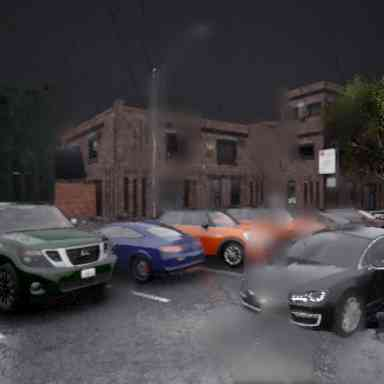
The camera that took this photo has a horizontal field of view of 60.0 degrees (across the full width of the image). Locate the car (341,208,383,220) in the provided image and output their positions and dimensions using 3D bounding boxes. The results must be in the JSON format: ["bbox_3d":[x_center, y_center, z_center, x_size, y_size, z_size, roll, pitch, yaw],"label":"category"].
[{"bbox_3d":[5.586,1.524,14.784,4.792,1.488,2.163,-1,-1,35],"label":"car"}]

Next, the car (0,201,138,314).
[{"bbox_3d":[-4.235,1.233,7.895,5.566,2.045,2.435,-1,-1,35],"label":"car"}]

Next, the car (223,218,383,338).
[{"bbox_3d":[3.137,1.507,6.713,4.892,1.490,1.837,0,0,-35],"label":"car"}]

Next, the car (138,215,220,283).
[{"bbox_3d":[-1.803,1.526,9.613,4.674,1.452,2.002,-1,-1,35],"label":"car"}]

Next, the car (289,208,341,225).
[{"bbox_3d":[3.082,1.366,13.094,4.553,1.767,2.185,-1,-1,35],"label":"car"}]

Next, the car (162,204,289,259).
[{"bbox_3d":[0.628,1.363,11.367,4.553,1.767,2.185,-1,-1,35],"label":"car"}]
